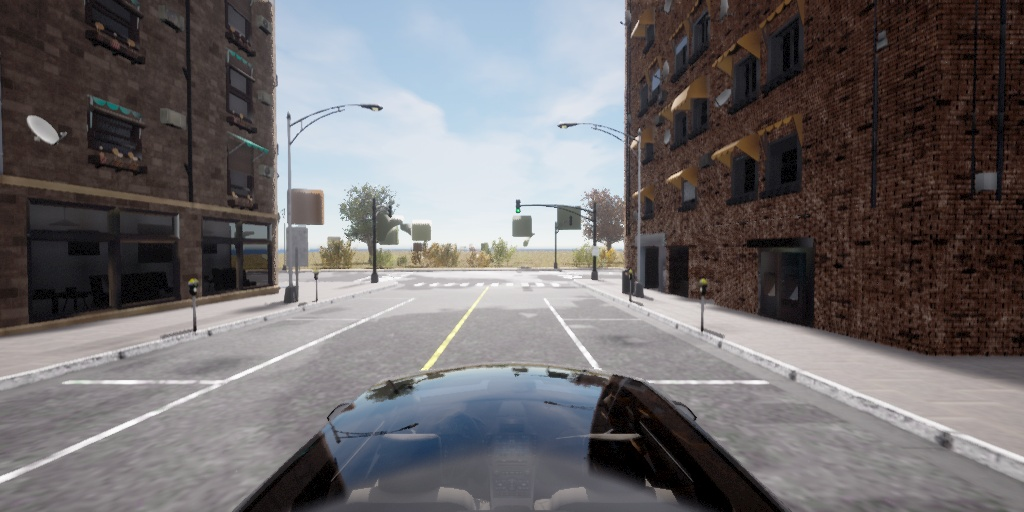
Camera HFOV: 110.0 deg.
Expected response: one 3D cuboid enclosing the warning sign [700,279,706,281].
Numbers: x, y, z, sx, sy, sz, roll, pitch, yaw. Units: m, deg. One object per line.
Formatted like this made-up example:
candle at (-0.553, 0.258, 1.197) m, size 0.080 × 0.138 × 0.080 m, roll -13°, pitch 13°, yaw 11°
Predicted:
warning sign at (16.651, 0.943, 31.122) m, size 1.060 × 1.860 × 1.300 m, roll 0°, pitch 0°, yaw -9°
